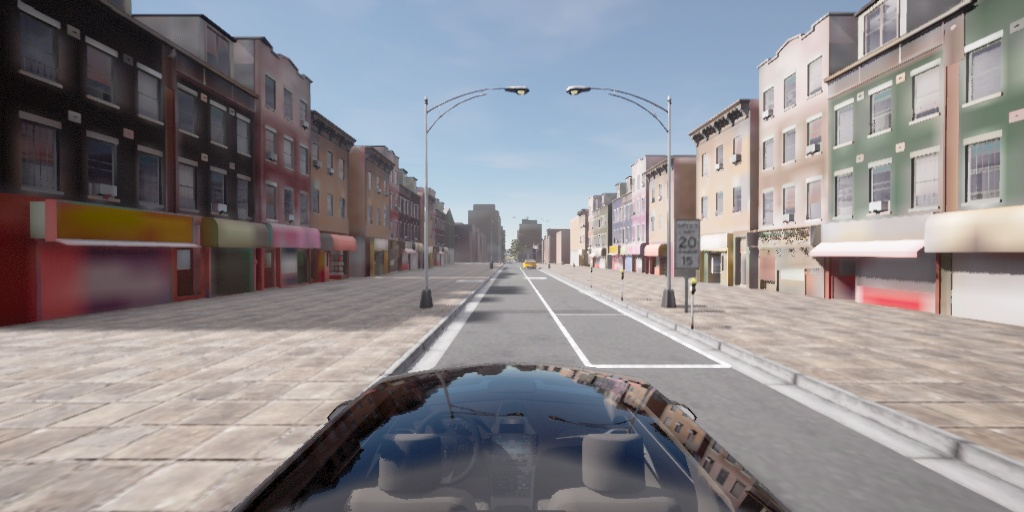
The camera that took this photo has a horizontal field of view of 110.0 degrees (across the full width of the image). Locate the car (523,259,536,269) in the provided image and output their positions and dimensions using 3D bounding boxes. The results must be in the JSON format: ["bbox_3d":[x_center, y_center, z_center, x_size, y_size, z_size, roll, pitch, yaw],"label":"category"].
[{"bbox_3d":[2.752,1.264,56.241,1.882,1.535,5.008,0,0,0],"label":"car"}]
